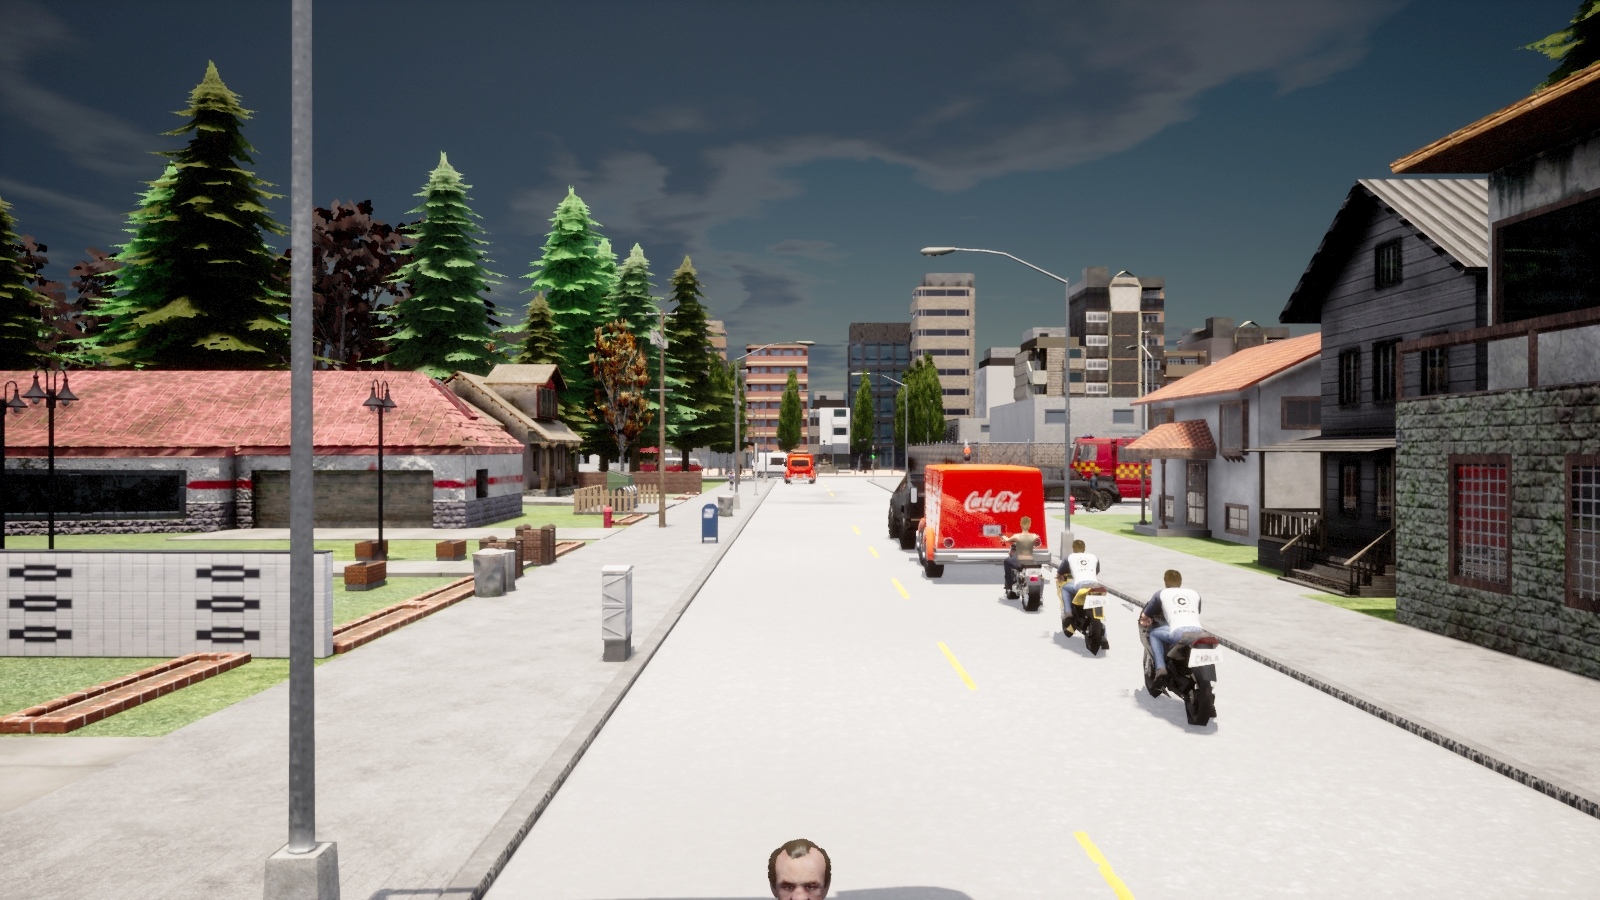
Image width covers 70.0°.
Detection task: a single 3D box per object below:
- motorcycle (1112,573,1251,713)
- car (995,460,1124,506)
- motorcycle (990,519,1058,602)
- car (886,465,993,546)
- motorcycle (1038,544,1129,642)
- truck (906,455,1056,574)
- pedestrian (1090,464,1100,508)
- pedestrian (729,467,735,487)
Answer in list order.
[{"bbox_3d":[3.999,1.993,12.153,0.803,1.145,2.033,0,0,0],"label":"motorcycle"},{"bbox_3d":[12.229,1.555,54.031,5.566,2.045,2.150,1,0,-3],"label":"car"},{"bbox_3d":[3.997,1.950,20.606,0.764,1.277,2.356,0,0,0],"label":"motorcycle"},{"bbox_3d":[3.989,1.534,33.871,2.390,2.098,6.274,0,0,0],"label":"car"},{"bbox_3d":[3.995,1.993,16.270,0.803,1.145,2.033,0,0,0],"label":"motorcycle"},{"bbox_3d":[3.998,1.348,26.317,2.627,2.467,5.204,0,0,0],"label":"truck"},{"bbox_3d":[12.635,1.525,48.920,0.375,1.860,0.375,0,0,7],"label":"pedestrian"},{"bbox_3d":[-4.565,1.803,76.276,0.375,1.300,0.375,0,0,3],"label":"pedestrian"}]
